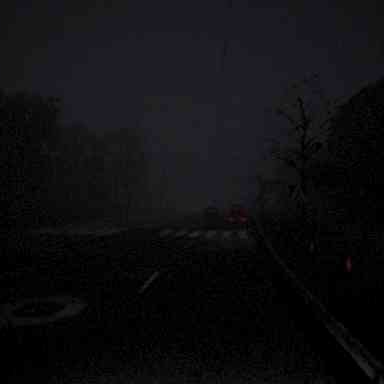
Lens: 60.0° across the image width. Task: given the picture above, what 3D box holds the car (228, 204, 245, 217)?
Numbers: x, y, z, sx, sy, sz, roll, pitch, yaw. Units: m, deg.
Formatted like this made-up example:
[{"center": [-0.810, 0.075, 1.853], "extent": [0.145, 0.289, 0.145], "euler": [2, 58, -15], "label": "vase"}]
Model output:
[{"center": [6.109, 2.407, 45.228], "extent": [2.097, 1.767, 4.553], "euler": [0, -1, 9], "label": "car"}]

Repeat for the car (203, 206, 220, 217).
[{"center": [2.621, 2.545, 44.068], "extent": [2.033, 1.411, 5.357], "euler": [0, -1, 9], "label": "car"}]
